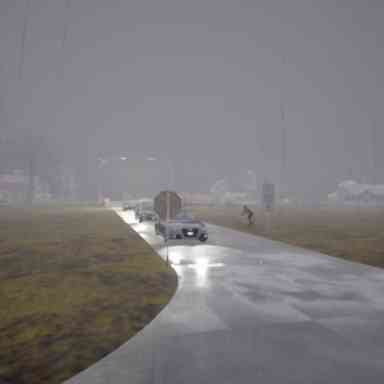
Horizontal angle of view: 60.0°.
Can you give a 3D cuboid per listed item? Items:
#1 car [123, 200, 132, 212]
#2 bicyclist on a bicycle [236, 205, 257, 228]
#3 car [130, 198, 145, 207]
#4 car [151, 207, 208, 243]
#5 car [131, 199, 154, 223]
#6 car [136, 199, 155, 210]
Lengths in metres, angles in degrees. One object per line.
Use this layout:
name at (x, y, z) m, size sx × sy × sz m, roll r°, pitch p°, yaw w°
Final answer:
car at (-7.457, 1.714, 40.917) m, size 1.812 × 1.442 × 4.674 m, roll 2°, pitch -1°, yaw -15°
bicyclist on a bicycle at (3.807, 1.728, 23.137) m, size 1.656 × 1.620 × 0.582 m, roll 1°, pitch -1°, yaw -16°
car at (-10.003, 1.921, 60.475) m, size 2.033 × 1.411 × 5.357 m, roll 2°, pitch -1°, yaw -16°
car at (-0.619, 1.682, 16.829) m, size 1.994 × 1.385 × 4.181 m, roll 2°, pitch -1°, yaw -16°
car at (-3.524, 1.641, 27.031) m, size 1.837 × 1.490 × 4.892 m, roll 2°, pitch 1°, yaw -16°
car at (-7.145, 1.799, 50.461) m, size 2.128 × 1.511 × 4.902 m, roll 2°, pitch -1°, yaw -16°
